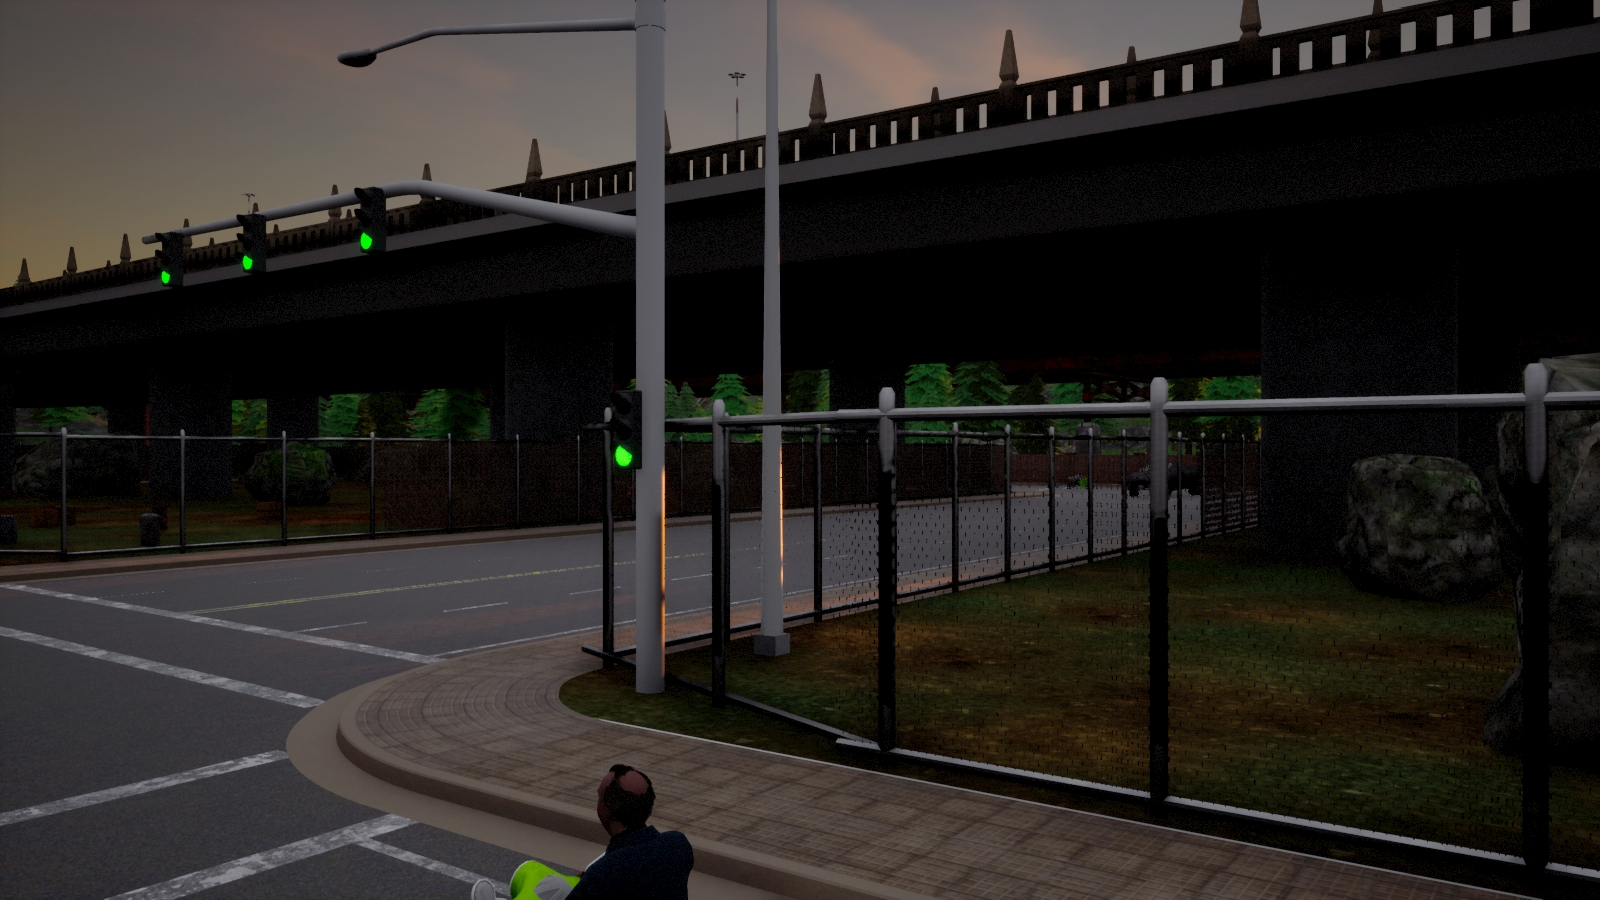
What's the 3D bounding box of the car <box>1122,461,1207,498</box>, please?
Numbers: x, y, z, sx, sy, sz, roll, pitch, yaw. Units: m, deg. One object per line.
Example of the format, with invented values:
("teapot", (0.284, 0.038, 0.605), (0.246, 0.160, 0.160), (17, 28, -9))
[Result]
("car", (22.277, 1.753, 69.663), (2.390, 2.098, 6.274), (0, 0, 45))
